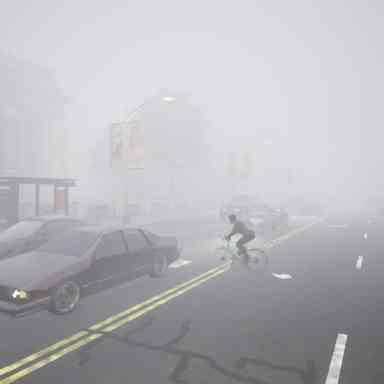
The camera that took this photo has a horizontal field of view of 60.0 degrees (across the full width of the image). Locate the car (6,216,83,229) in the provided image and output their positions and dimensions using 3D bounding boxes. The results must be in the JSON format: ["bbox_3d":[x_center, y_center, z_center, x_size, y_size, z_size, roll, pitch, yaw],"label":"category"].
[{"bbox_3d":[-4.784,1.526,10.580,1.812,1.442,4.674,0,0,29],"label":"car"}]

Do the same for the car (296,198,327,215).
[{"bbox_3d":[12.207,1.600,34.067,1.895,1.301,4.718,0,0,29],"label":"car"}]

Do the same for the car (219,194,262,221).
[{"bbox_3d":[4.117,1.221,26.682,2.150,2.045,5.566,0,0,29],"label":"car"}]

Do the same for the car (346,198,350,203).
[{"bbox_3d":[29.763,1.594,67.156,4.718,1.301,1.895,0,0,-31],"label":"car"}]

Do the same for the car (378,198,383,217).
[{"bbox_3d":[18.675,1.525,30.887,1.812,1.442,4.674,0,0,26],"label":"car"}]

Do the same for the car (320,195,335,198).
[{"bbox_3d":[23.811,1.352,57.816,2.097,1.767,4.553,0,0,45],"label":"car"}]

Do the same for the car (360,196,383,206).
[{"bbox_3d":[29.250,1.491,53.161,2.128,1.511,4.902,0,0,44],"label":"car"}]

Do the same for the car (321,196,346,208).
[{"bbox_3d":[20.775,1.600,48.738,1.895,1.301,4.718,0,0,35],"label":"car"}]

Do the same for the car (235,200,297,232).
[{"bbox_3d":[4.717,1.489,20.532,2.128,1.511,4.902,0,0,29],"label":"car"}]

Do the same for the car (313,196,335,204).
[{"bbox_3d":[25.302,1.520,63.559,4.674,1.452,2.002,0,0,-41],"label":"car"}]

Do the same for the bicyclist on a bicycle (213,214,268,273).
[{"bbox_3d":[1.318,1.454,9.390,1.656,1.620,0.582,-2,-1,29],"label":"bicyclist on a bicycle"}]

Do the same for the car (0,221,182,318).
[{"bbox_3d":[-2.243,1.546,7.941,2.033,1.411,5.357,0,0,29],"label":"car"}]

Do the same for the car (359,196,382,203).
[{"bbox_3d":[36.247,1.495,67.435,4.892,1.490,1.837,0,0,-31],"label":"car"}]

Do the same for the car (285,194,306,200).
[{"bbox_3d":[13.731,1.221,43.919,2.150,2.045,5.566,0,0,30],"label":"car"}]

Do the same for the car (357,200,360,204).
[{"bbox_3d":[31.945,1.598,60.508,4.718,1.301,1.895,0,0,-37],"label":"car"}]
